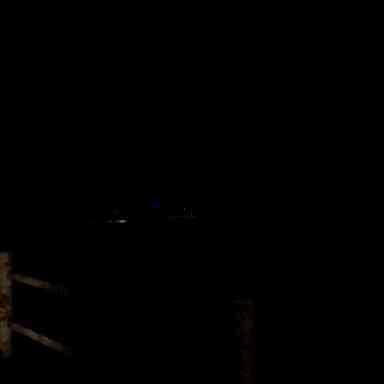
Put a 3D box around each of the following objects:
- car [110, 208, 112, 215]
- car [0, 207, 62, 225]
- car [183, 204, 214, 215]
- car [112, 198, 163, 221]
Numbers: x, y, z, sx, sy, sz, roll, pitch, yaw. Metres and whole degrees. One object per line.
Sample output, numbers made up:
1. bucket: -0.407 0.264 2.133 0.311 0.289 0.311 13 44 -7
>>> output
1. car: -5.816 1.660 34.415 2.150 2.045 5.566 -1 -1 36
2. car: -12.520 1.849 25.255 1.895 1.301 4.718 -1 -1 36
3. car: 0.897 2.230 43.562 1.895 1.301 4.718 -1 -1 36
4. car: -4.710 1.729 30.937 2.097 1.767 4.553 -1 -1 36
